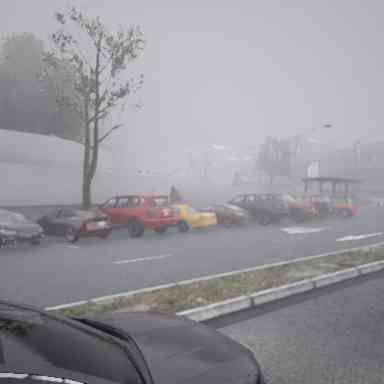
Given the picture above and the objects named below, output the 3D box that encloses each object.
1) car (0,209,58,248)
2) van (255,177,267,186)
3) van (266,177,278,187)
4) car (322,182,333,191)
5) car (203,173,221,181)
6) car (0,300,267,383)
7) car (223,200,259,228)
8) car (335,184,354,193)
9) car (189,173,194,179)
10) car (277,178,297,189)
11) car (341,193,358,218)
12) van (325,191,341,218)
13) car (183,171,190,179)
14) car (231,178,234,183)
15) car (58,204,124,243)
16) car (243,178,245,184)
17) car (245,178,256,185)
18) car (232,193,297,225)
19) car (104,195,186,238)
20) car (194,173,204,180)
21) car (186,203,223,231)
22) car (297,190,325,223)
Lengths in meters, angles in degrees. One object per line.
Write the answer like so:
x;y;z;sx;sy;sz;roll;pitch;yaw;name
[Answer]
-8.323;1.483;14.274;4.892;1.521;2.231;-1;-1;35;car
15.946;-2.182;71.225;1.878;1.987;4.442;7;4;35;van
17.672;-1.909;68.752;1.878;1.987;4.442;7;4;35;van
24.630;-0.844;58.995;2.435;2.045;5.566;7;4;35;car
5.713;-3.597;86.263;1.946;1.575;5.366;6;3;34;car
-1.591;1.508;1.997;4.892;1.490;1.837;-1;1;-35;car
1.481;1.445;21.202;4.674;1.452;2.002;-1;0;35;car
26.319;-0.282;56.522;2.002;1.452;4.674;6;3;35;car
2.073;-4.269;90.993;2.185;1.767;4.553;6;3;34;car
19.430;-1.411;66.388;2.231;1.521;4.892;7;3;35;car
11.382;1.207;28.064;4.553;1.767;2.185;-1;0;35;car
8.969;1.123;26.318;4.442;1.987;1.878;-1;-1;35;van
0.346;-4.504;93.465;2.185;1.767;4.553;4;1;34;car
10.809;-2.736;78.747;2.002;1.452;4.674;6;4;35;car
-5.900;1.491;16.016;4.792;1.488;2.163;-1;0;35;car
12.548;-2.463;76.282;2.002;1.452;4.674;7;4;35;car
14.377;-2.232;73.959;1.946;1.575;5.366;6;4;35;car
3.910;1.136;22.953;5.566;2.045;2.435;-1;0;35;car
-3.453;1.191;17.755;5.566;2.045;2.435;-1;0;35;car
3.863;-4.118;88.524;2.435;2.045;5.566;7;4;34;car
-1.128;1.424;19.579;5.366;1.575;1.946;-1;0;35;car
6.427;1.117;24.653;5.566;2.045;2.435;-1;-1;35;car
